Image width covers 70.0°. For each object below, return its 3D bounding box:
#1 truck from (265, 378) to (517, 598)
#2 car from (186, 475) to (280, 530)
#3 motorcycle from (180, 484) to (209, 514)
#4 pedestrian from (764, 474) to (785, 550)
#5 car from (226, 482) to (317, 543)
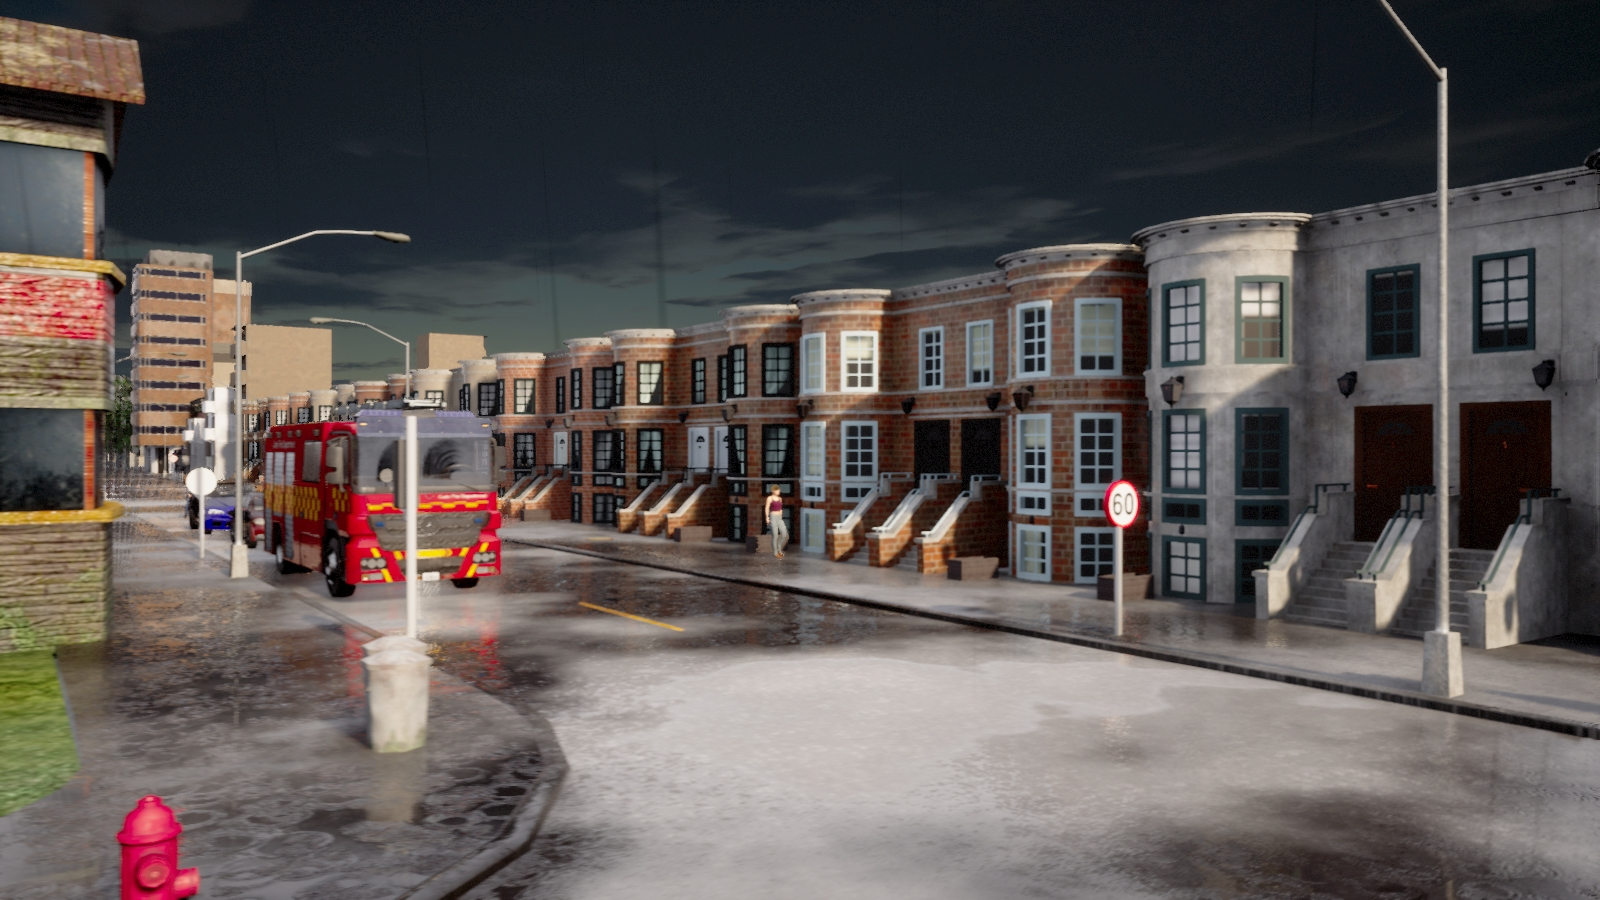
[{"bbox_3d":[-8.958,0.671,24.216,2.891,3.827,8.468,0,0,-35],"label":"truck"},{"bbox_3d":[-19.665,1.748,39.510,2.242,1.667,4.611,0,0,-35],"label":"car"},{"bbox_3d":[-24.917,1.993,47.020,0.803,1.145,2.033,0,0,-35],"label":"motorcycle"},{"bbox_3d":[-0.635,1.523,28.318,0.375,1.860,0.375,0,0,-41],"label":"pedestrian"},{"bbox_3d":[-15.651,1.798,33.764,1.789,1.549,3.705,0,1,-35],"label":"car"}]
